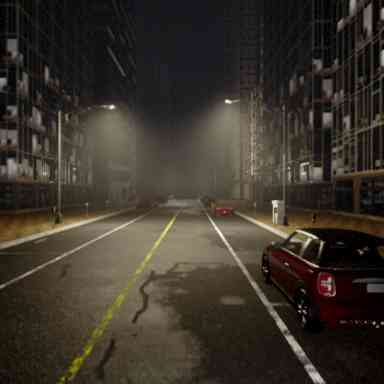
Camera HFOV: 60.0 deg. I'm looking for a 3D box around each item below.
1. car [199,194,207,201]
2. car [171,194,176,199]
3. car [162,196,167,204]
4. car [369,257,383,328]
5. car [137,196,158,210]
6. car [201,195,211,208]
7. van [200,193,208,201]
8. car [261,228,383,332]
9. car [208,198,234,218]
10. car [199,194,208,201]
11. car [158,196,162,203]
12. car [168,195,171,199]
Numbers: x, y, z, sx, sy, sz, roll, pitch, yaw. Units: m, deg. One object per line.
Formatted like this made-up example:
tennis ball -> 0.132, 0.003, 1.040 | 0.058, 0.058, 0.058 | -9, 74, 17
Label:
car -> 2.698, 1.443, 58.038 | 1.947, 1.339, 4.313 | 0, 0, 0
car -> -5.680, 1.292, 92.033 | 1.752, 1.417, 4.829 | 0, 0, 0
car -> -5.683, 1.422, 58.047 | 1.887, 1.381, 4.507 | 0, 0, 0
car -> 2.692, 1.438, 1.115 | 1.967, 1.590, 4.097 | 0, 0, 0
car -> -5.685, 1.468, 40.969 | 1.887, 1.381, 4.507 | 0, 0, 0
car -> 2.696, 1.474, 46.654 | 1.947, 1.339, 4.313 | 0, 0, 0
van -> 2.700, 1.166, 75.116 | 1.690, 1.788, 3.998 | 0, 0, 0
car -> 2.692, 1.430, 6.807 | 1.967, 1.590, 4.097 | 0, 0, 0
car -> 2.695, 1.494, 29.577 | 1.887, 1.381, 4.507 | 0, 0, 0
car -> 2.700, 1.246, 80.807 | 1.967, 1.590, 4.097 | 0, 0, 0
car -> -5.684, 1.490, 46.663 | 1.802, 1.307, 4.206 | 0, 0, 0
car -> -5.683, 1.427, 63.740 | 1.947, 1.339, 4.313 | 0, 0, 0
